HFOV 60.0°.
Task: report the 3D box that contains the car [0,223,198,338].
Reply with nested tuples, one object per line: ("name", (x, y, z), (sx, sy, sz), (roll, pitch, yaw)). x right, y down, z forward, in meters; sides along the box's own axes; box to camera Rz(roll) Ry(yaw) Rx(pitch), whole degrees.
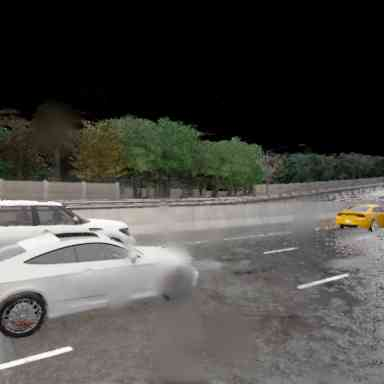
("car", (-2.062, 1.523, 6.571), (4.674, 1.442, 1.812), (0, 0, -35))

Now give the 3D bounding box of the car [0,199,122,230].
("car", (-4.382, 1.219, 9.217), (5.566, 2.045, 2.150), (0, 0, -35))

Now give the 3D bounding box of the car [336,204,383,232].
("car", (10.676, 1.463, 19.912), (5.008, 1.535, 1.882), (0, 0, -35))
